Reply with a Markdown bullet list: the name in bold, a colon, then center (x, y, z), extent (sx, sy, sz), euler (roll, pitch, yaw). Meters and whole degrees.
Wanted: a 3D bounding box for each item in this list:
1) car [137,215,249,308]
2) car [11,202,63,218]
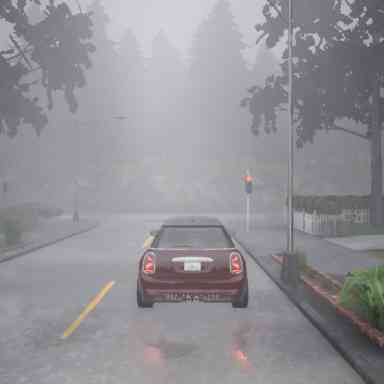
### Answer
- **car**: center (0.021, 1.352, 8.082), extent (2.097, 1.767, 4.553), euler (0, 0, 0)
- **car**: center (-13.606, 1.564, 29.221), extent (4.181, 1.385, 1.994), euler (0, 0, 0)
